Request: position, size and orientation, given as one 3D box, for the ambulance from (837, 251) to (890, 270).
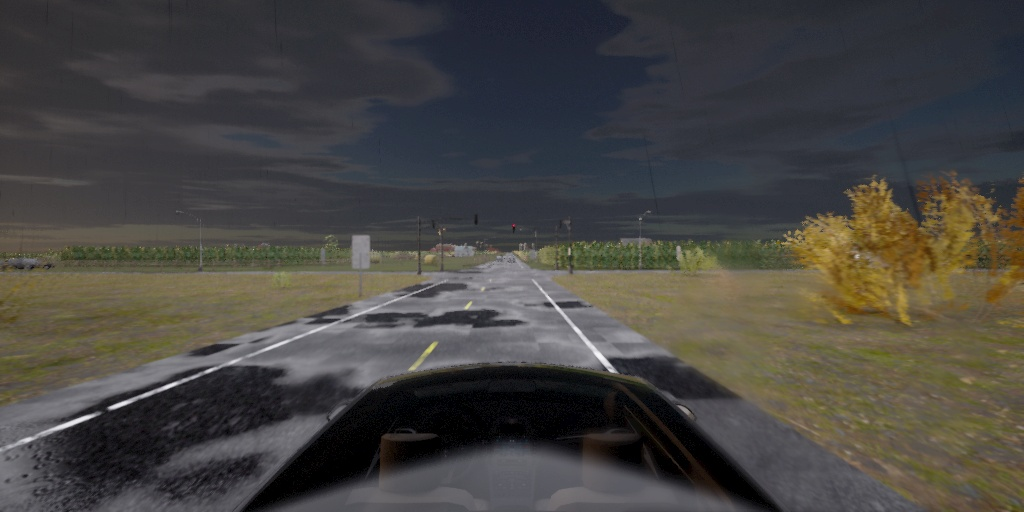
[{"bbox_3d":[43.801,0.614,45.398,6.366,2.431,2.351,0,0,0],"label":"ambulance"}]
